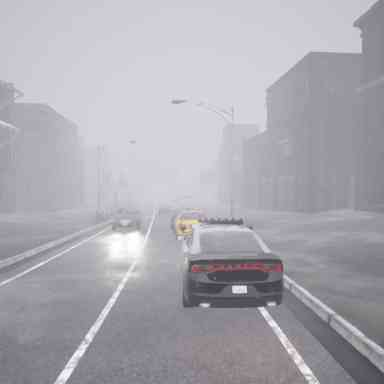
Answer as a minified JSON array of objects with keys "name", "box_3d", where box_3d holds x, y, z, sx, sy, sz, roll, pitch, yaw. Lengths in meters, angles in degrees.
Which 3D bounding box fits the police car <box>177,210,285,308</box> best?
[{"name":"police car","box_3d":[0.676,1.465,8.189,1.930,1.638,5.238,0,-1,-3]}]

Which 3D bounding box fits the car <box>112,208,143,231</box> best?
[{"name":"car","box_3d":[-4.516,1.879,23.656,2.128,1.511,4.902,0,-2,-6]}]

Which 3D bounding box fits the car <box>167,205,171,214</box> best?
[{"name":"car","box_3d":[-0.641,1.858,24.182,1.882,1.535,5.008,0,-2,-6]}]

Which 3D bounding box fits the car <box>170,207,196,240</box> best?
[{"name":"car","box_3d":[-0.073,1.671,18.365,1.801,1.575,5.366,0,-1,-5]}]

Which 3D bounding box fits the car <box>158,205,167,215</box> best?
[{"name":"car","box_3d":[-3.800,2.454,47.023,1.895,1.301,4.718,0,0,-5]}]
